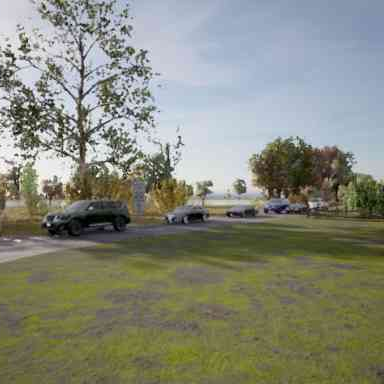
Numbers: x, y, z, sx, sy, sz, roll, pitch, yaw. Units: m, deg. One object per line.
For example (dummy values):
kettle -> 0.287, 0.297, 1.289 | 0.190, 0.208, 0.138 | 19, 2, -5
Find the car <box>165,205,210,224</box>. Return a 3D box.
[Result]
car -> -0.347, 1.877, 28.624 | 2.128, 1.511, 4.902 | -1, -1, 35

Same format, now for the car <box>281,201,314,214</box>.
car -> 14.133, 2.206, 44.240 | 2.033, 1.411, 5.357 | -1, -2, 35

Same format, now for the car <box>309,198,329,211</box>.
car -> 20.077, 2.040, 52.820 | 2.150, 2.045, 5.566 | -1, -2, 35

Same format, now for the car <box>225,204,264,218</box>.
car -> 5.727, 2.091, 37.279 | 2.033, 1.411, 5.357 | -1, -1, 35

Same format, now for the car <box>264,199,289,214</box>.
car -> 11.851, 1.925, 45.936 | 2.150, 2.045, 5.566 | -1, -2, 36

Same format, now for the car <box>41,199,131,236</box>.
car -> -6.193, 1.455, 20.262 | 2.150, 2.045, 5.566 | -1, -1, 34
